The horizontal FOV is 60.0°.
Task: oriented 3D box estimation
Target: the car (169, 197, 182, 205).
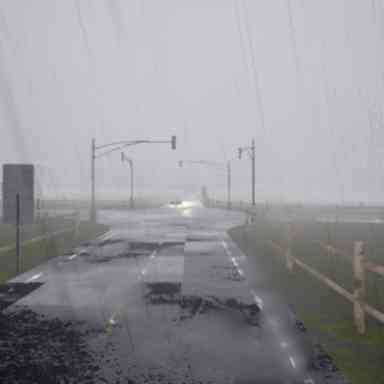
[{"bbox_3d":[-2.724,1.524,56.344,1.994,1.385,4.181,0,1,0],"label":"car"}]
